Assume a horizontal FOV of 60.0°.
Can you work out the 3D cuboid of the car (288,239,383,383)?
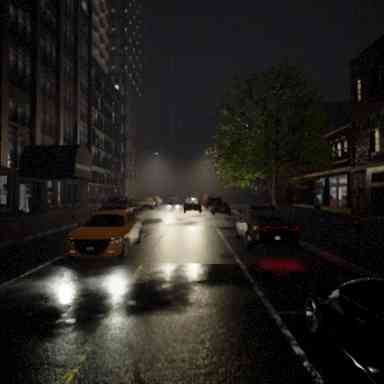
[{"bbox_3d":[2.701,1.558,3.660,1.947,1.339,4.313,1,0,0],"label":"car"}]

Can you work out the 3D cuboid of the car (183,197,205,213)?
[{"bbox_3d":[0.065,1.512,35.312,1.895,1.301,4.718,0,0,0],"label":"car"}]

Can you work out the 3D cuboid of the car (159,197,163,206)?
[{"bbox_3d":[-5.676,1.439,48.029,1.947,1.339,4.313,1,0,0],"label":"car"}]

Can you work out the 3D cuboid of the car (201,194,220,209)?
[{"bbox_3d":[2.708,1.205,42.483,2.192,1.841,5.009,1,0,0],"label":"car"}]

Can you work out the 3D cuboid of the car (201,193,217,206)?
[{"bbox_3d":[2.709,1.171,53.576,2.192,1.841,5.009,1,0,0],"label":"car"}]

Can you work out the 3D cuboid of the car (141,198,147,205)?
[{"bbox_3d":[-5.676,1.448,31.219,1.752,1.417,4.829,1,0,0],"label":"car"}]

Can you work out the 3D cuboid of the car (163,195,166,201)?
[{"bbox_3d":[-5.675,1.381,53.404,1.752,1.417,4.829,1,0,0],"label":"car"}]

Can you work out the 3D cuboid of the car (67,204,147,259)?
[{"bbox_3d":[-3.099,1.449,12.630,1.882,1.535,5.008,0,0,0],"label":"car"}]

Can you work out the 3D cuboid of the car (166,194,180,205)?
[{"bbox_3d":[-3.051,1.451,55.104,1.895,1.301,4.718,0,0,1],"label":"car"}]

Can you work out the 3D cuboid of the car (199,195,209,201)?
[{"bbox_3d":[2.707,1.343,75.759,1.947,1.339,4.313,1,0,0],"label":"car"}]

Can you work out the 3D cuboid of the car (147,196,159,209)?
[{"bbox_3d":[-5.676,1.416,42.311,1.752,1.417,4.829,1,0,0],"label":"car"}]

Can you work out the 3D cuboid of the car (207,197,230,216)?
[{"bbox_3d":[2.704,1.448,31.561,1.752,1.417,4.829,1,0,0],"label":"car"}]

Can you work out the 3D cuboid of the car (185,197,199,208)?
[{"bbox_3d":[0.007,1.475,47.592,1.895,1.301,4.718,0,0,0],"label":"car"}]

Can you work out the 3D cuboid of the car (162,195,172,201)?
[{"bbox_3d":[-5.674,1.342,75.757,1.947,1.339,4.313,1,0,0],"label":"car"}]

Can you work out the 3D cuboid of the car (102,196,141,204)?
[{"bbox_3d":[-5.673,1.253,25.844,2.192,1.841,5.009,1,0,0],"label":"car"}]

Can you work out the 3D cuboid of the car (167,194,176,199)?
[{"bbox_3d":[-5.673,1.276,92.395,1.947,1.339,4.313,1,0,0],"label":"car"}]

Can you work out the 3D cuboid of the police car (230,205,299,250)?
[{"bbox_3d":[3.001,1.393,14.252,1.930,1.638,5.238,0,0,0],"label":"police car"}]
